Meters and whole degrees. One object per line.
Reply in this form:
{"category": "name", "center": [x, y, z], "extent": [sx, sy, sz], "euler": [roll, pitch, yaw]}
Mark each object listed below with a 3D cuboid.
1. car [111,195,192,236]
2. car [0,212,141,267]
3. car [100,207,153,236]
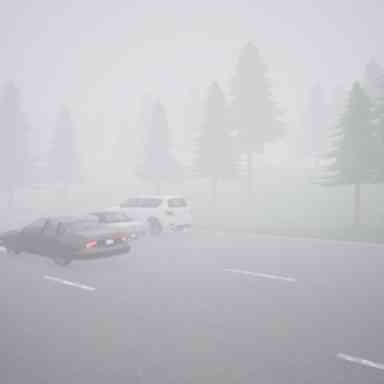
{"category": "car", "center": [-2.591, 1.205, 18.692], "extent": [5.566, 2.045, 2.150], "euler": [0, 0, 36]}
{"category": "car", "center": [-4.492, 1.533, 11.422], "extent": [5.357, 1.411, 2.033], "euler": [0, 0, 36]}
{"category": "car", "center": [-4.322, 1.583, 15.623], "extent": [4.718, 1.301, 1.895], "euler": [0, 0, 36]}
